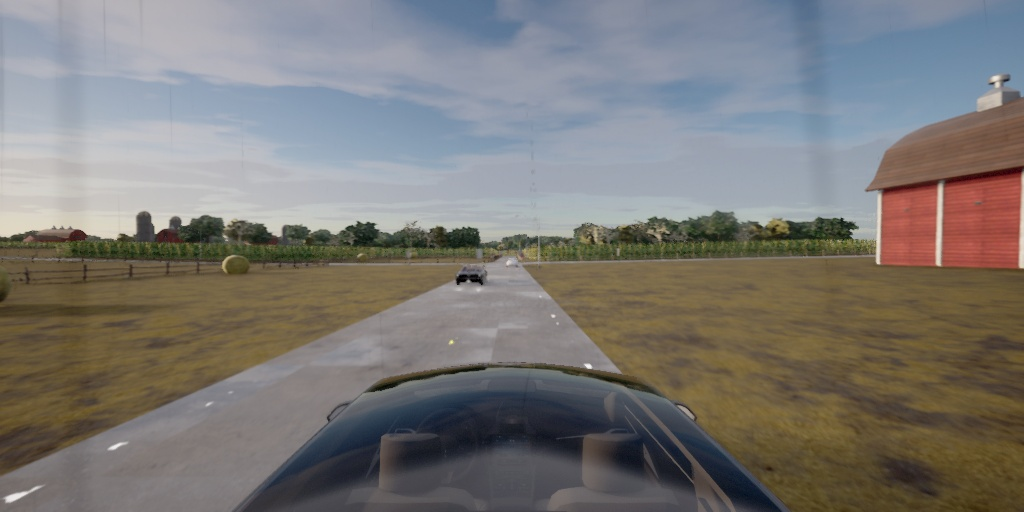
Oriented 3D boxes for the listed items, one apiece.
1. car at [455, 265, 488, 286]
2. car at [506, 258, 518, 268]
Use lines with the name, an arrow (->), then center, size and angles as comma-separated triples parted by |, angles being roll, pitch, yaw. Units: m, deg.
car -> -2.776, 1.318, 25.227 | 1.895, 1.301, 4.718 | 0, 0, 1
car -> -0.012, 1.108, 58.050 | 1.812, 1.442, 4.674 | 0, 0, 0
